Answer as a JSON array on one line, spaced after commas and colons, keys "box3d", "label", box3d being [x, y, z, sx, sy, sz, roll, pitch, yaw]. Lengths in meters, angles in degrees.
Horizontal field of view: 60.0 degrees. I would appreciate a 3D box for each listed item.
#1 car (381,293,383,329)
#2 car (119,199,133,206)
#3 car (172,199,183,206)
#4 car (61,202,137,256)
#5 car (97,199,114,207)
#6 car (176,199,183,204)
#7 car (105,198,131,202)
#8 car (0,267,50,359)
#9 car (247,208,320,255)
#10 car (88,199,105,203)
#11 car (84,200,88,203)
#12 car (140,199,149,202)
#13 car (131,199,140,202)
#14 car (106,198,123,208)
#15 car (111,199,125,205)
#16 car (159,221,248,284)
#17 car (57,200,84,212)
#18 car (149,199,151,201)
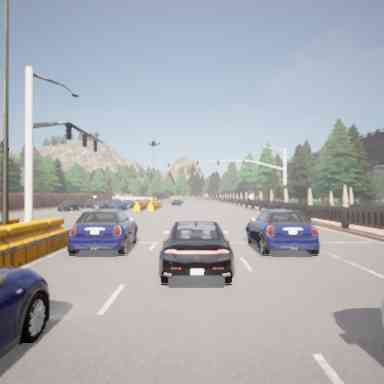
[{"box3d": [3.609, 1.246, 2.101, 2.150, 2.045, 5.566, 0, 0, 0], "label": "car"}, {"box3d": [-13.864, 2.243, 70.193, 1.994, 1.385, 4.181, 0, -1, 0], "label": "car"}, {"box3d": [-3.355, 2.272, 72.974, 1.994, 1.385, 4.181, 0, -1, 0], "label": "car"}, {"box3d": [-3.571, 1.490, 14.036, 2.097, 1.767, 4.553, 0, -1, -2], "label": "car"}, {"box3d": [-17.370, 2.186, 67.276, 2.128, 1.511, 4.902, 0, -1, 0], "label": "car"}, {"box3d": [-3.325, 2.483, 90.161, 1.895, 1.301, 4.718, 0, -1, 0], "label": "car"}, {"box3d": [-10.495, 1.943, 47.324, 1.882, 1.535, 5.008, 0, -1, 0], "label": "car"}, {"box3d": [-3.390, 1.389, 3.673, 2.097, 1.767, 4.553, 0, -1, 0], "label": "car"}, {"box3d": [3.625, 1.491, 14.038, 2.097, 1.767, 4.553, 0, -1, 0], "label": "car"}, {"box3d": [-13.973, 2.027, 51.031, 1.812, 1.442, 4.674, 0, -1, 1], "label": "car"}, {"box3d": [-17.458, 2.063, 56.850, 1.837, 1.490, 4.892, 0, -1, 0], "label": "car"}, {"box3d": [-10.381, 2.139, 65.752, 2.128, 1.511, 4.902, 0, -1, 0], "label": "car"}, {"box3d": [-10.468, 2.081, 56.389, 1.812, 1.442, 4.674, 0, -1, 1], "label": "car"}, {"box3d": [-13.935, 1.944, 60.177, 2.097, 1.767, 4.553, 0, -1, 0], "label": "car"}, {"box3d": [-17.349, 2.304, 77.766, 2.033, 1.411, 5.357, 0, -1, 0], "label": "car"}, {"box3d": [0.118, 1.590, 9.848, 2.128, 1.511, 4.902, 0, 0, 0], "label": "car"}, {"box3d": [-17.513, 1.971, 47.437, 1.837, 1.490, 4.892, 0, -1, 1], "label": "car"}, {"box3d": [-10.352, 2.273, 76.086, 1.812, 1.442, 4.674, 0, -1, 0], "label": "car"}]
